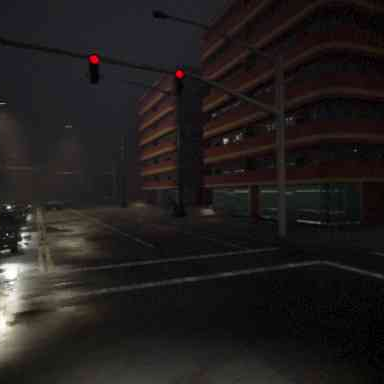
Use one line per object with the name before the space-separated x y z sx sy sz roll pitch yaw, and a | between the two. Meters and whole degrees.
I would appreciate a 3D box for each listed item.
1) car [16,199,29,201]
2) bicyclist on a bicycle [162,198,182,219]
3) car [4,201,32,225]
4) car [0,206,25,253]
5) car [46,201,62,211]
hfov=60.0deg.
car | -20.045 1.624 39.279 2.097 1.767 4.553 -1 0 -25
bicyclist on a bicycle | -1.510 1.260 25.433 1.656 1.620 0.582 -1 0 -25
car | -13.357 1.678 24.864 2.128 1.511 4.902 -1 0 -25
car | -8.302 1.597 14.013 1.882 1.535 5.008 -1 0 -25
car | -18.372 1.828 44.270 1.895 1.301 4.718 -1 0 -24
